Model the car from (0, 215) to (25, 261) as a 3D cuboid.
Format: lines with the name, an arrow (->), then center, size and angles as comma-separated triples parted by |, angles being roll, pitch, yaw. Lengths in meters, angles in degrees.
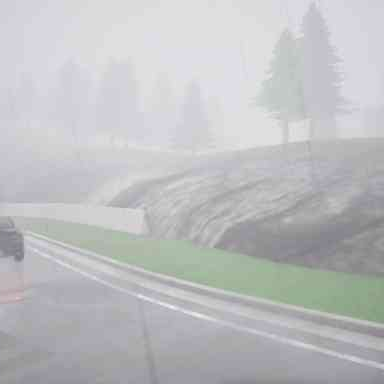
car -> -7.190, 1.516, 11.441 | 1.837, 1.490, 4.892 | 0, 0, -40
